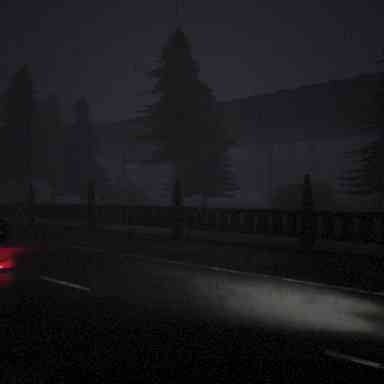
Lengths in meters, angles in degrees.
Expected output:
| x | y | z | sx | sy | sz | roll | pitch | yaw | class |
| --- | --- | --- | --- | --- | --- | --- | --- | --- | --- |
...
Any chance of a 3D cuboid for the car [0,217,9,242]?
| x | y | z | sx | sy | sz | roll | pitch | yaw | class |
| --- | --- | --- | --- | --- | --- | --- | --- | --- | --- |
| -10.448 | 1.560 | 15.394 | 4.892 | 1.490 | 1.837 | 0 | 0 | 33 | car |
